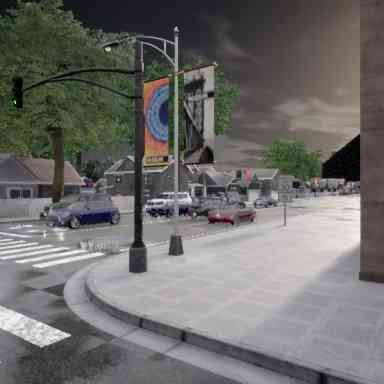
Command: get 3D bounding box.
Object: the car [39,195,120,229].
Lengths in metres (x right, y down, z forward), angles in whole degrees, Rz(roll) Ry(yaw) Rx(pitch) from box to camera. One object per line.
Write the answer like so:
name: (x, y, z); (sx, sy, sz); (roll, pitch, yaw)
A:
car: (-6.729, 1.264, 20.821); (2.097, 1.767, 4.553); (0, 0, 35)

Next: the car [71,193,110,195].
car: (-8.207, 1.120, 24.397); (2.150, 2.045, 5.566); (0, 0, 34)

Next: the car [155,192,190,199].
car: (-2.216, 1.063, 32.708); (2.150, 2.045, 5.566); (0, 0, 35)

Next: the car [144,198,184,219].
car: (-1.504, 1.462, 28.139); (1.895, 1.301, 4.718); (0, 0, 36)

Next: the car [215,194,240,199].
car: (3.946, 1.287, 35.742); (1.882, 1.535, 5.008); (0, 0, 35)

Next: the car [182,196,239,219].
car: (1.583, 1.366, 26.526); (1.837, 1.490, 4.892); (0, 1, 36)

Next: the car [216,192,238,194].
car: (4.038, 1.005, 41.438); (2.150, 2.045, 5.566); (0, 0, 35)

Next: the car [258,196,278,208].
car: (9.743, 1.248, 43.806); (2.128, 1.511, 4.902); (0, 0, 36)

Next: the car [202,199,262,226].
car: (2.811, 1.439, 22.655); (1.994, 1.385, 4.181); (0, 0, 36)
